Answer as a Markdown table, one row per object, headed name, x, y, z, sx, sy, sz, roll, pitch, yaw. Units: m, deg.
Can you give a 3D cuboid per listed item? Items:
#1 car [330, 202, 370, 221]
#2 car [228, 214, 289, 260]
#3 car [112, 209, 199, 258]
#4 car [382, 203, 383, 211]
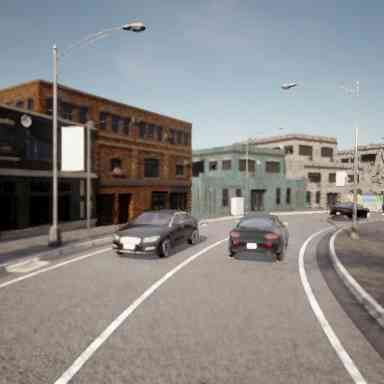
| name | x | y | z | sx | sy | sz | roll | pitch | yaw |
| --- | --- | --- | --- | --- | --- | --- | --- | --- | --- |
| car | 14.109 | 1.654 | 29.537 | 5.008 | 1.535 | 1.882 | 1 | 0 | -42 |
| car | 2.626 | 1.544 | 12.690 | 1.812 | 1.442 | 4.674 | 1 | 0 | 19 |
| car | -1.187 | 1.456 | 12.786 | 2.128 | 1.511 | 4.902 | 1 | 0 | 19 |
| car | 26.910 | 1.571 | 42.887 | 5.566 | 2.045 | 2.150 | 1 | 1 | -31 |
